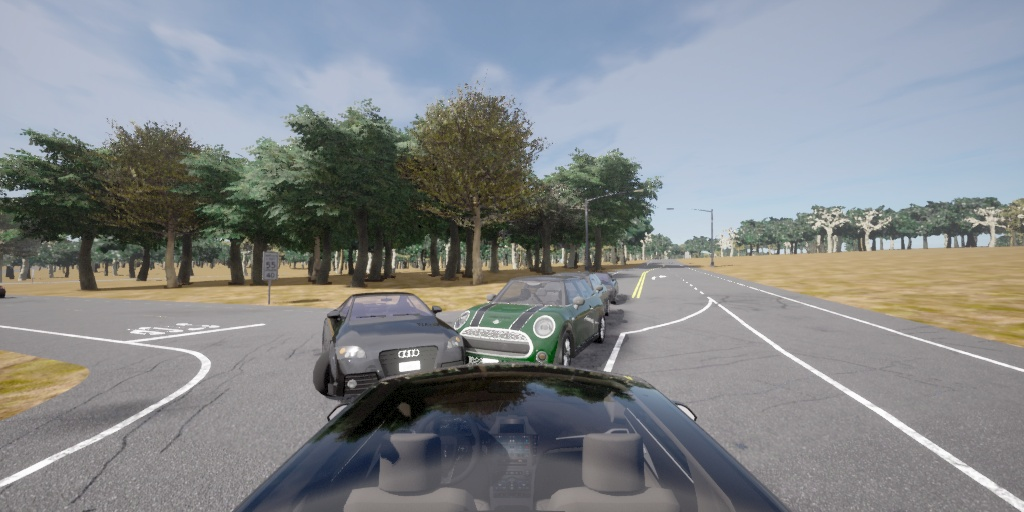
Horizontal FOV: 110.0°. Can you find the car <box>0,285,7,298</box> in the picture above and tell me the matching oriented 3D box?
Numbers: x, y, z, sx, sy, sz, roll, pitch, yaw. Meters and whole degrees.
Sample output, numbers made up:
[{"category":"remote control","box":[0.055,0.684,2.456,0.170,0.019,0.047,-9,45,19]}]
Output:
[{"category":"car","box":[-40.861,2.562,27.387,4.181,1.385,1.994,-2,-3,22]}]

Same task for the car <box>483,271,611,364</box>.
[{"category":"car","box":[0.617,1.218,7.830,2.097,1.767,4.553,-1,-2,26]}]

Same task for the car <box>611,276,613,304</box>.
[{"category":"car","box":[2.023,1.344,12.143,2.097,1.767,4.553,-1,-1,21]}]

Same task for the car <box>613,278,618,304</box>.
[{"category":"car","box":[4.217,1.509,17.870,1.994,1.385,4.181,-1,0,19]}]

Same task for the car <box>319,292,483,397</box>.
[{"category":"car","box":[-2.355,1.376,6.625,1.994,1.385,4.181,1,-2,-29]}]
